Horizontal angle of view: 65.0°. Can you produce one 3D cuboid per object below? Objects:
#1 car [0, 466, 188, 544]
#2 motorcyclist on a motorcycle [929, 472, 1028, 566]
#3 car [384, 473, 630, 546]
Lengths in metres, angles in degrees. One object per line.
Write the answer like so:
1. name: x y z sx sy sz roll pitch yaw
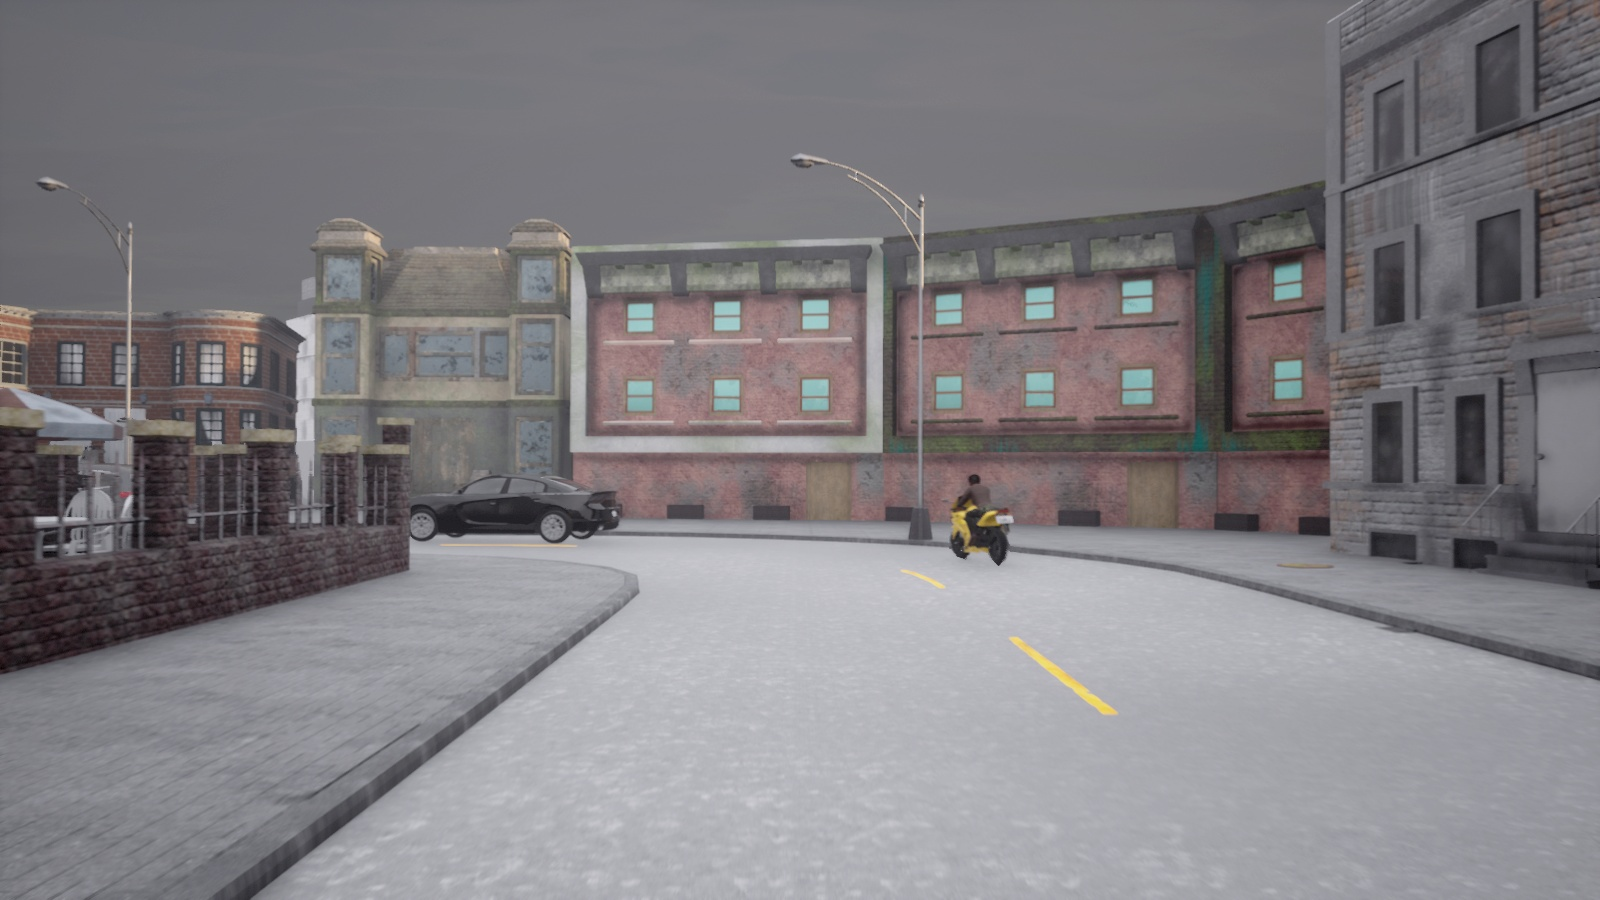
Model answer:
1. car: -16.546 1.195 28.077 4.611 1.667 2.242 0 -1 0
2. motorcyclist on a motorcycle: 3.047 1.149 21.649 0.797 1.523 2.044 -2 0 -19
3. car: -6.481 1.287 27.963 5.008 1.535 1.882 0 -1 10
